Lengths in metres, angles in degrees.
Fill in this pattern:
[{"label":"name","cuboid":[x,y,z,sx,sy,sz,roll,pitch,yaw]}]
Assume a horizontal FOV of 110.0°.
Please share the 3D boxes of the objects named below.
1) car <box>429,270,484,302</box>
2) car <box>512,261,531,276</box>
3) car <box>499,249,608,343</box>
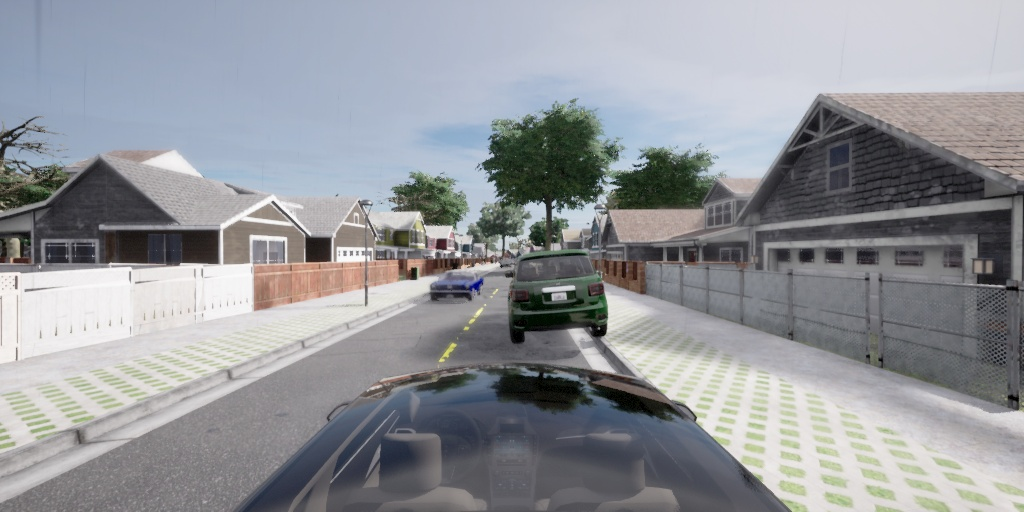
[{"label":"car","cuboid":[-2.497,1.351,17.008,1.895,1.301,4.718,0,0,2]},{"label":"car","cuboid":[1.116,1.322,39.625,2.033,1.411,5.357,0,0,3]},{"label":"car","cuboid":[1.015,0.897,9.763,2.150,2.045,5.566,-5,0,2]}]
